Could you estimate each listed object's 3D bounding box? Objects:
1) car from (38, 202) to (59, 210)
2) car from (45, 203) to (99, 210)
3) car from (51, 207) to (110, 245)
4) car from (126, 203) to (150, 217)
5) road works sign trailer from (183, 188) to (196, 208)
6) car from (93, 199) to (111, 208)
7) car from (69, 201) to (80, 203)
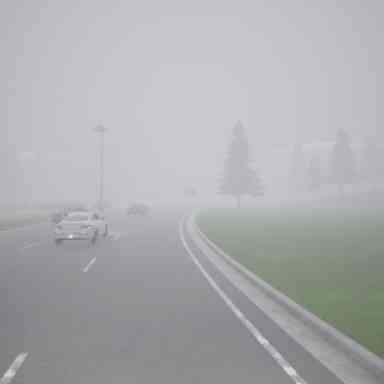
[{"bbox_3d":[-23.104,2.268,54.381,1.895,1.301,4.718,0,-1,7],"label":"car"},{"bbox_3d":[-9.482,1.865,26.802,2.033,1.411,5.357,0,-1,-1],"label":"car"},{"bbox_3d":[-5.484,1.722,16.785,1.812,1.442,4.674,0,-1,-5],"label":"car"},{"bbox_3d":[-5.909,1.941,37.079,2.033,1.411,5.357,0,-1,3],"label":"car"},{"bbox_3d":[-0.396,1.037,59.364,2.380,3.560,2.880,0,-1,6],"label":"road works sign trailer"},{"bbox_3d":[-15.729,2.003,57.515,2.097,1.767,4.553,0,-1,7],"label":"car"},{"bbox_3d":[-19.530,2.214,54.893,1.994,1.385,4.181,0,-1,6],"label":"car"}]
